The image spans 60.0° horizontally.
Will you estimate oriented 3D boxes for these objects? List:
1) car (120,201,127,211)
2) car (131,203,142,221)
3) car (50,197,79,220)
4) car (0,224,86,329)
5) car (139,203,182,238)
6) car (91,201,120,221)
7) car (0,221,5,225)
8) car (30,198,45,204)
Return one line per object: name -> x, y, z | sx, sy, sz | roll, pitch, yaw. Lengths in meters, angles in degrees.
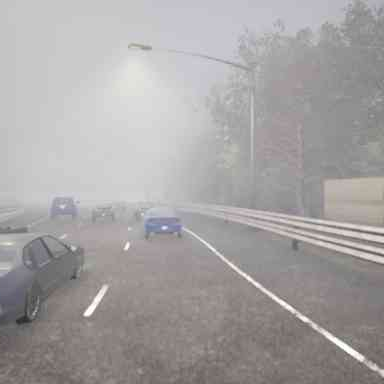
car -> -10.437, 1.890, 46.383 | 2.033, 1.411, 5.357 | 0, 0, -24
car -> -4.263, 1.702, 29.580 | 2.128, 1.511, 4.902 | 0, 0, -15
car -> -12.088, 1.474, 31.669 | 2.150, 2.045, 5.566 | 0, 0, -17
car -> -3.787, 1.609, 7.140 | 2.033, 1.411, 5.357 | 0, 0, -4
car -> -1.785, 1.607, 18.621 | 1.882, 1.535, 5.008 | 0, 0, -11
car -> -7.925, 1.716, 29.777 | 2.128, 1.511, 4.902 | 0, 0, -16
car -> -7.861, 1.712, 12.469 | 1.895, 1.301, 4.718 | 0, 0, -7
car -> -39.730, 2.300, 85.483 | 4.718, 1.301, 1.895 | -1, 0, 38
